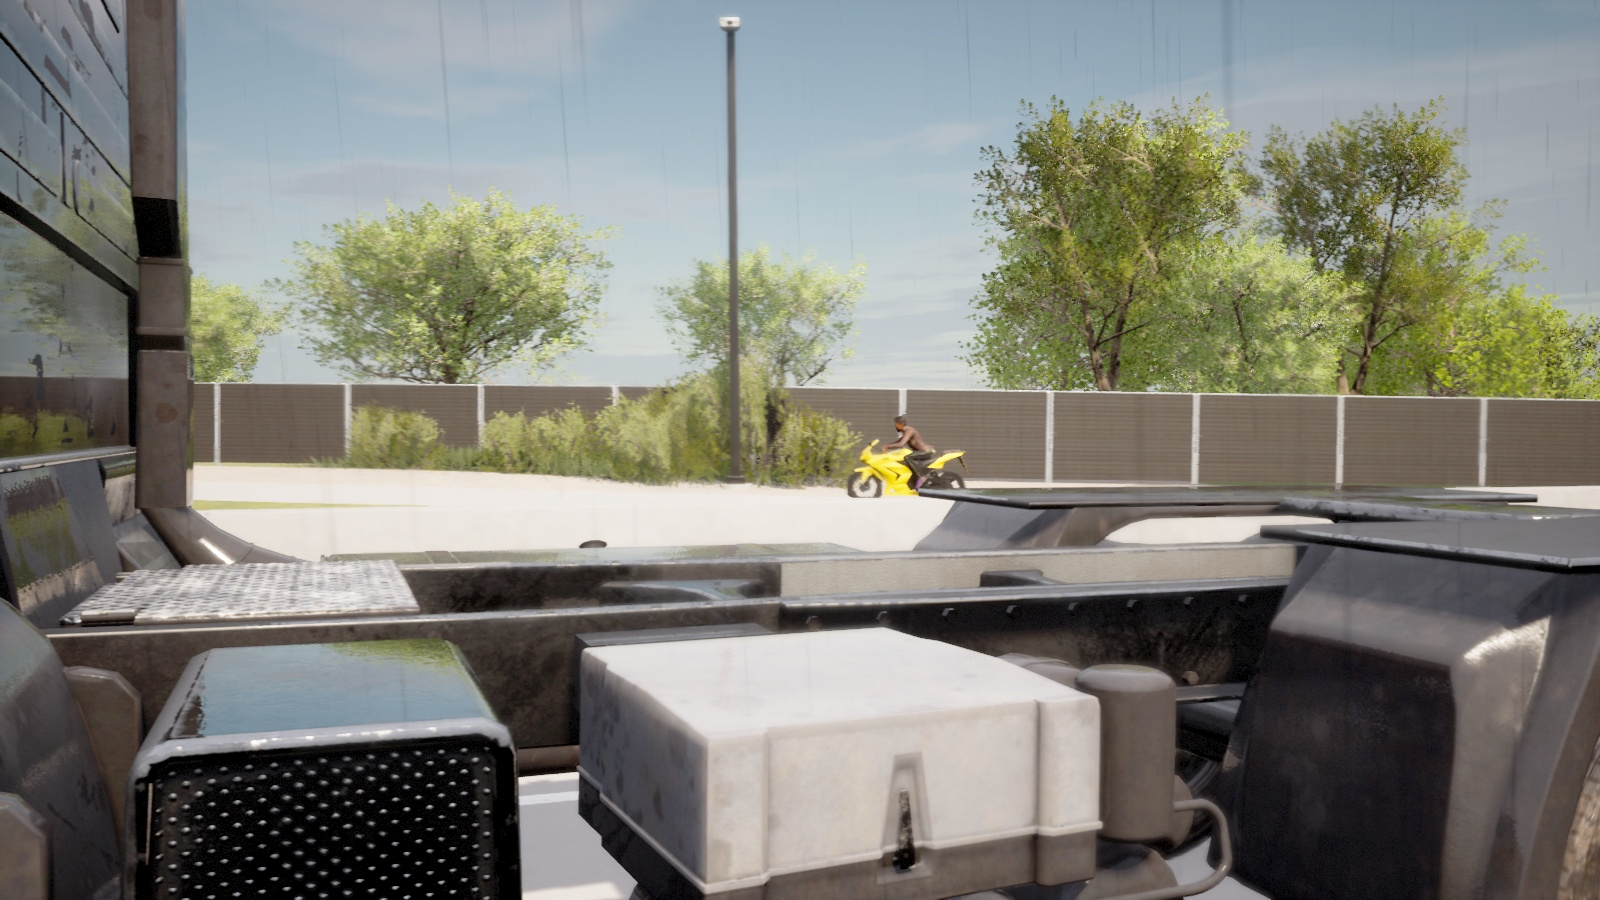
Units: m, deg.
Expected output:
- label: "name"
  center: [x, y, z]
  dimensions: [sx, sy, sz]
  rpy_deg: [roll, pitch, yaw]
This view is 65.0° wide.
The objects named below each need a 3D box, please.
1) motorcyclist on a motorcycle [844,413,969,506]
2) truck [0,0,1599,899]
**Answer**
- label: "motorcyclist on a motorcycle"
  center: [1.778, 0.149, 21.134]
  dimensions: [2.044, 1.523, 0.797]
  rpy_deg: [0, 1, 3]
- label: "truck"
  center: [0.041, -0.237, 3.243]
  dimensions: [7.936, 3.462, 2.891]
  rpy_deg: [-1, 1, -21]
